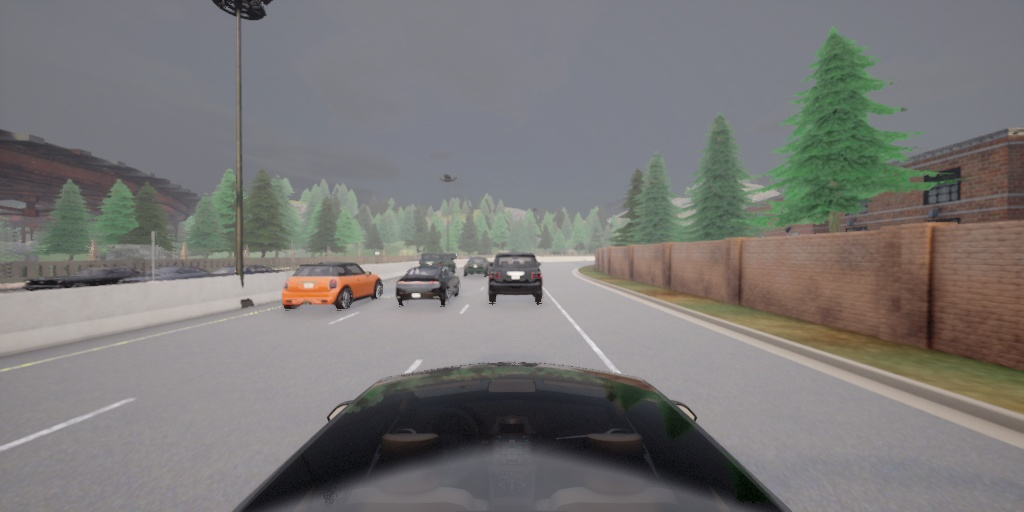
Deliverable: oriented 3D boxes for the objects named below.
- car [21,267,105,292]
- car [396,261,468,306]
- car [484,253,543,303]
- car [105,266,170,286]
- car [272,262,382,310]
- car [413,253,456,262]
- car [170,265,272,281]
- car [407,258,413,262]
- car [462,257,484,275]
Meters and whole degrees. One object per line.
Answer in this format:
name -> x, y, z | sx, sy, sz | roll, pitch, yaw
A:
car -> -21.027, 1.229, 18.244 | 1.895, 1.301, 4.718 | 0, 0, 0
car -> -3.358, 1.147, 15.019 | 2.128, 1.511, 4.902 | 0, 0, 0
car -> 0.147, 0.870, 16.018 | 2.150, 2.045, 5.566 | 0, 0, 0
car -> -17.505, 1.191, 18.486 | 1.994, 1.385, 4.181 | 0, 0, 1
car -> -6.861, 1.012, 14.241 | 2.097, 1.767, 4.553 | 0, 0, 0
car -> -6.505, 0.759, 31.613 | 2.150, 2.045, 5.566 | 0, 0, 4
car -> -14.033, 1.175, 18.587 | 2.033, 1.411, 5.357 | 0, 0, 0
car -> -15.473, 0.834, 58.989 | 2.128, 1.511, 4.902 | 0, 0, 18
car -> -2.913, 0.886, 32.240 | 2.097, 1.767, 4.553 | 0, 0, 4
